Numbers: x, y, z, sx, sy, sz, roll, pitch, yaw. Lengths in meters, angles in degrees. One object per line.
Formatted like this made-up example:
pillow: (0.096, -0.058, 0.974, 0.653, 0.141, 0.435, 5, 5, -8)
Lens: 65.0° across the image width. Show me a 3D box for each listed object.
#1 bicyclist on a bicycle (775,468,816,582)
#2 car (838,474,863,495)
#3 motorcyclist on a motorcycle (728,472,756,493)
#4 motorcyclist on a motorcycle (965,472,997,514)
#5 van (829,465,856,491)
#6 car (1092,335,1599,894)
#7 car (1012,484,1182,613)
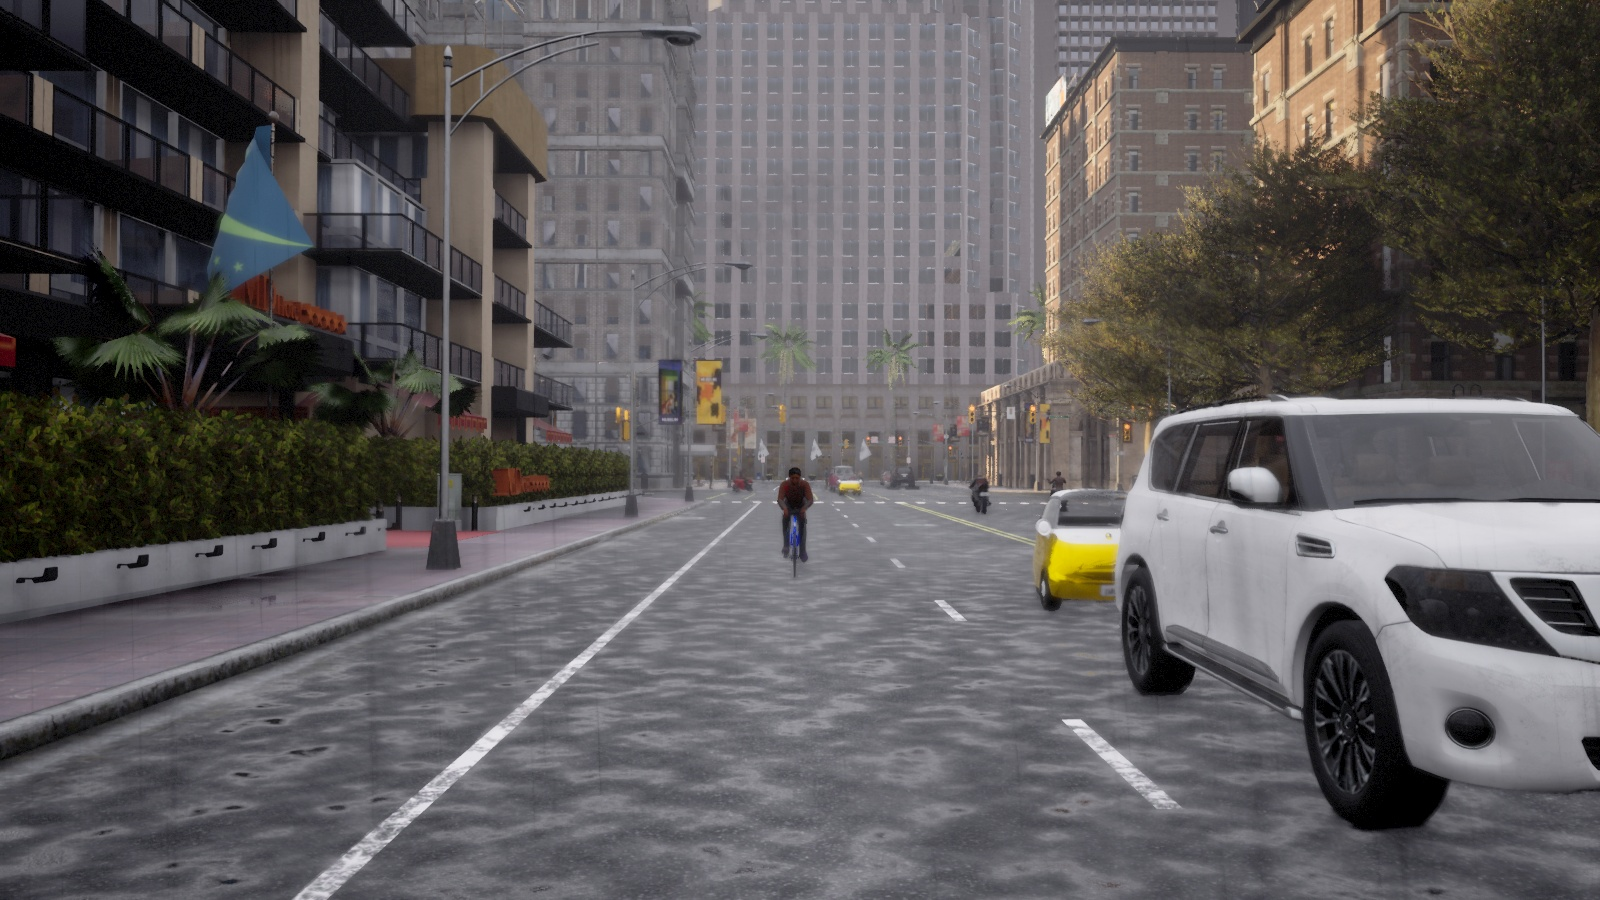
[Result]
bicyclist on a bicycle: (-0.069, 1.081, 18.682, 0.582, 1.620, 1.656, 0, -1, 0)
car: (3.210, 2.203, 80.371, 1.481, 1.376, 2.207, 0, -1, 0)
motorcyclist on a motorcycle: (-4.129, 2.311, 89.442, 0.797, 1.523, 2.044, -3, -3, 43)
motorcyclist on a motorcycle: (6.828, 1.619, 47.548, 0.866, 1.530, 2.191, 0, -1, 0)
van: (3.304, 2.200, 98.260, 1.775, 1.987, 4.442, 0, -1, -3)
car: (3.469, 0.644, 7.405, 2.150, 2.045, 5.566, 0, -1, 0)
car: (3.445, 1.107, 14.901, 1.481, 1.376, 2.207, 0, -1, 0)
